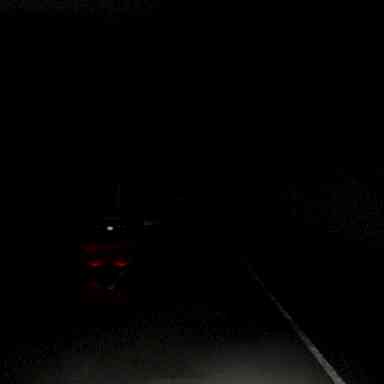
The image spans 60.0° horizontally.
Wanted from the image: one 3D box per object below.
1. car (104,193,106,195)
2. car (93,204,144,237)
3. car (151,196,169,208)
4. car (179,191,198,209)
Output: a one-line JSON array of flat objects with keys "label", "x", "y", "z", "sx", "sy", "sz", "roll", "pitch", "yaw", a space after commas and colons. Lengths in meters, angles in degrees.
[{"label": "car", "x": -14.799, "y": 0.940, "z": 54.970, "sx": 2.097, "sy": 1.767, "sz": 4.553, "roll": 0, "pitch": 0, "yaw": 0}, {"label": "car", "x": -3.621, "y": 1.364, "z": 17.001, "sx": 2.128, "sy": 1.511, "sz": 4.902, "roll": 0, "pitch": 0, "yaw": -1}, {"label": "car", "x": -3.948, "y": 1.171, "z": 41.253, "sx": 1.882, "sy": 1.535, "sz": 5.008, "roll": 0, "pitch": 1, "yaw": -1}, {"label": "car", "x": -0.440, "y": 0.922, "z": 40.302, "sx": 2.150, "sy": 2.045, "sz": 5.566, "roll": 0, "pitch": 0, "yaw": -1}]
